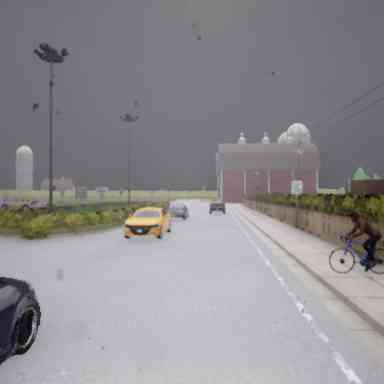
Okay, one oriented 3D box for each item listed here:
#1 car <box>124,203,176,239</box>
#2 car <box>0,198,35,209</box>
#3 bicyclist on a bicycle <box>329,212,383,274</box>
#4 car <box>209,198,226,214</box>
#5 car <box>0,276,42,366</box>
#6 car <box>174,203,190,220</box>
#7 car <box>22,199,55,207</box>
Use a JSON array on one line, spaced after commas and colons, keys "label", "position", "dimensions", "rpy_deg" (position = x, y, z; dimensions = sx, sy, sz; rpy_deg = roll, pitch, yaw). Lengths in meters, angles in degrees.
[{"label": "car", "position": [-2.303, 1.609, 18.302], "dimensions": [1.882, 1.535, 5.008], "rpy_deg": [0, -1, 4]}, {"label": "car", "position": [-22.764, 1.602, 44.107], "dimensions": [4.605, 1.855, 1.932], "rpy_deg": [0, 0, 4]}, {"label": "bicyclist on a bicycle", "position": [4.476, 1.372, 8.827], "dimensions": [1.656, 1.620, 0.582], "rpy_deg": [0, 0, 4]}, {"label": "car", "position": [3.098, 1.806, 40.439], "dimensions": [1.837, 1.490, 4.892], "rpy_deg": [0, 0, 4]}, {"label": "car", "position": [-3.314, 1.585, 3.371], "dimensions": [1.994, 1.385, 4.181], "rpy_deg": [0, 0, 1]}, {"label": "car", "position": [-1.351, 1.748, 30.546], "dimensions": [1.812, 1.442, 4.674], "rpy_deg": [0, 0, 5]}, {"label": "car", "position": [-17.983, 1.833, 40.050], "dimensions": [1.994, 1.385, 4.181], "rpy_deg": [0, 0, 4]}]
